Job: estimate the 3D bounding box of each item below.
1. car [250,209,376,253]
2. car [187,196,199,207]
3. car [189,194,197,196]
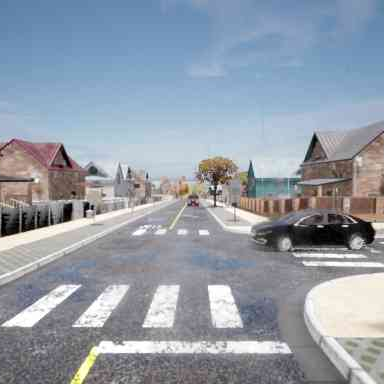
[{"bbox_3d":[4.773,1.484,13.353,4.892,1.490,1.837,1,2,-6],"label":"car"},{"bbox_3d":[0.194,1.769,56.414,1.895,1.301,4.718,0,0,0],"label":"car"},{"bbox_3d":[0.228,1.460,66.437,2.150,2.045,5.566,0,0,0],"label":"car"}]
